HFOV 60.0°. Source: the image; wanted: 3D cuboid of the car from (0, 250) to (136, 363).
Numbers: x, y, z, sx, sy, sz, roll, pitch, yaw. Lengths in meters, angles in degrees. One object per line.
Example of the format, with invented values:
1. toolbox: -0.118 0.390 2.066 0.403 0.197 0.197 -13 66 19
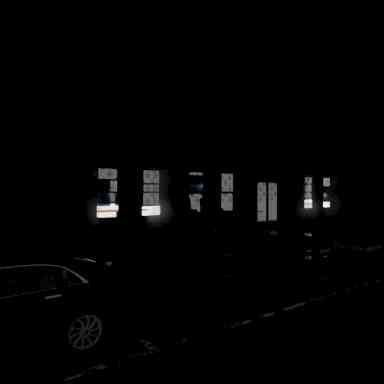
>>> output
1. car: -2.931 1.551 4.468 4.403 1.369 2.008 0 0 -35

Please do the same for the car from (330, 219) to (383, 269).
1. car: 6.345 1.582 11.068 4.206 1.307 1.802 0 0 -35
